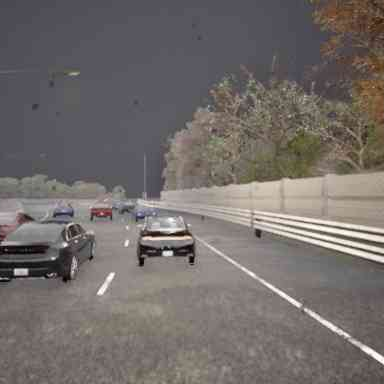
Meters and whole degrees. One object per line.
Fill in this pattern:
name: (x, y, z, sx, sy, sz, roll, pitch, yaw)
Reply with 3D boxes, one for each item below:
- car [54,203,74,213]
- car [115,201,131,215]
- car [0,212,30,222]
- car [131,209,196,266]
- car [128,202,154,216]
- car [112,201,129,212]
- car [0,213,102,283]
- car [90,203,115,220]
car: (-13.810, 1.907, 35.882, 1.994, 1.385, 4.181, 0, -1, -20)
car: (-7.552, 1.835, 39.042, 1.882, 1.535, 5.008, 0, 0, -19)
car: (-8.432, 1.681, 15.645, 1.812, 1.442, 4.674, 0, -1, -9)
car: (-0.989, 1.600, 12.098, 2.128, 1.511, 4.902, 0, -1, -7)
car: (-4.258, 1.865, 29.125, 1.895, 1.301, 4.718, 0, -1, -16)
car: (-10.177, 2.032, 46.833, 1.895, 1.301, 4.718, 0, -1, -18)
car: (-4.159, 1.602, 10.017, 1.837, 1.490, 4.892, 0, -1, -6)
car: (-8.636, 1.772, 31.569, 1.882, 1.535, 5.008, 0, -1, -17)
